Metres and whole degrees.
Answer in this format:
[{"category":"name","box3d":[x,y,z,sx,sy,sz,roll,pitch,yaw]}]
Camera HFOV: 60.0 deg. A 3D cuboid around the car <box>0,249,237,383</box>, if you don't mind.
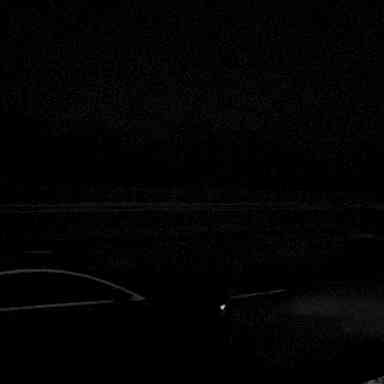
[{"category":"car","box3d":[-1.791,1.493,4.102,4.902,1.511,2.128,1,-1,-24]}]
